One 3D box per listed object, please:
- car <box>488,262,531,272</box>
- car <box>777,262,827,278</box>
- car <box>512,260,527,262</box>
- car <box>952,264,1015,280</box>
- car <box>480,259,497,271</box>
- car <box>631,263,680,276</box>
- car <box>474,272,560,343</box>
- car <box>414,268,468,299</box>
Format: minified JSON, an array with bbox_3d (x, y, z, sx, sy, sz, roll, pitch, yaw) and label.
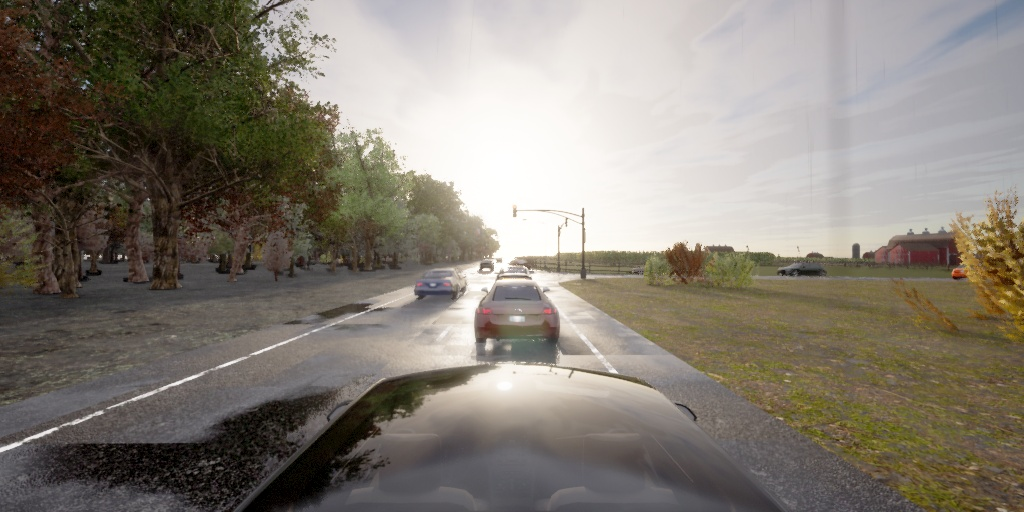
[{"bbox_3d":[0.094,1.245,18.573,2.128,1.511,4.902,0,0,0],"label":"car"},{"bbox_3d":[32.907,1.518,40.875,4.553,1.767,2.097,1,-1,0],"label":"car"},{"bbox_3d":[0.892,1.231,49.606,1.882,1.535,5.008,-1,0,-22],"label":"car"},{"bbox_3d":[48.889,1.633,37.213,4.553,1.767,2.097,1,-1,0],"label":"car"},{"bbox_3d":[-3.420,1.262,49.675,1.837,1.490,4.892,0,0,0],"label":"car"},{"bbox_3d":[16.486,1.535,41.004,5.357,1.411,2.033,1,-1,2],"label":"car"},{"bbox_3d":[0.100,1.316,9.675,1.994,1.385,4.181,0,0,0],"label":"car"},{"bbox_3d":[-3.407,1.301,17.955,2.033,1.411,5.357,0,0,0],"label":"car"}]
